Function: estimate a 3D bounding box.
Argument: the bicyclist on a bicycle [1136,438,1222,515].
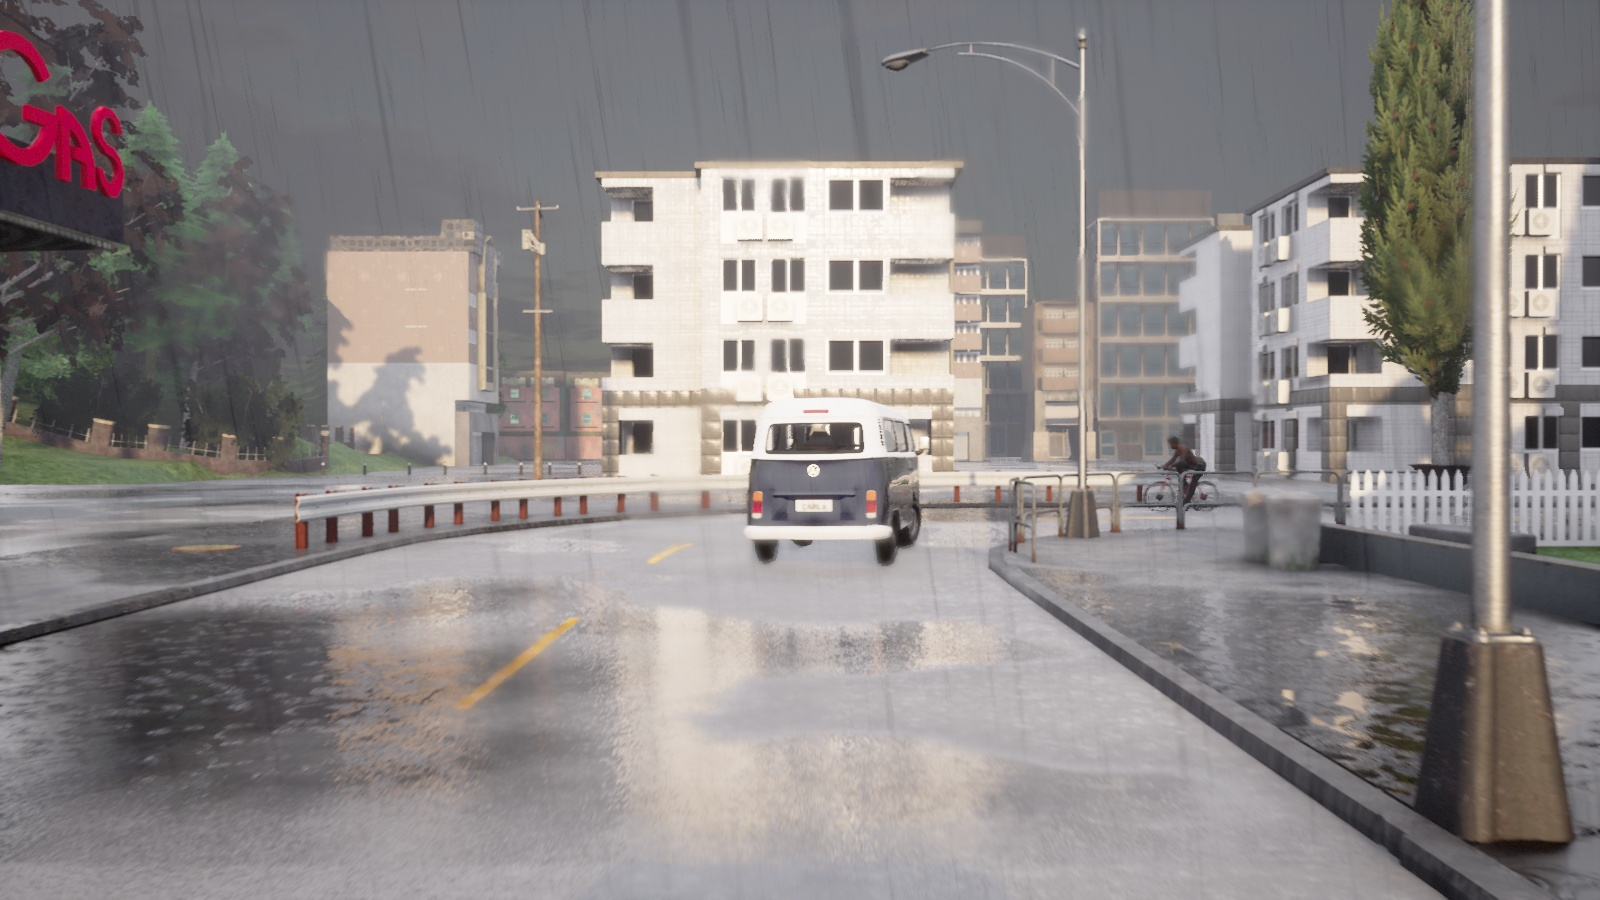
[{"bbox_3d":[8.079,0.556,26.785,1.656,1.620,0.582,0,1,-4],"label":"bicyclist on a bicycle"}]

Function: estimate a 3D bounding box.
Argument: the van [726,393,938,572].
[{"bbox_3d":[0.593,0.377,16.689,2.069,2.038,4.480,-1,0,11],"label":"van"}]

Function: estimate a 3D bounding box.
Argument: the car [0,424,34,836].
[{"bbox_3d":[-3.972,0.675,2.596,2.007,1.525,4.514,0,0,0],"label":"car"}]
